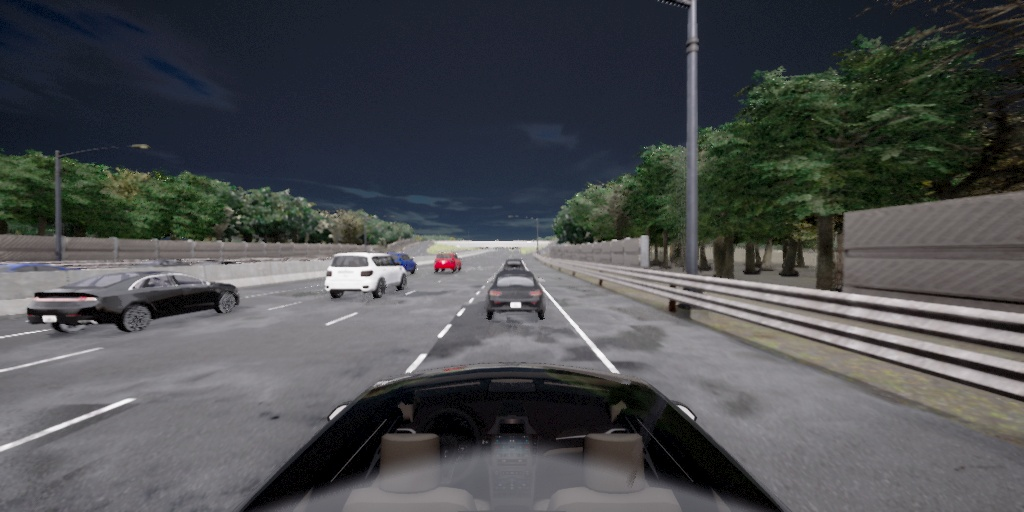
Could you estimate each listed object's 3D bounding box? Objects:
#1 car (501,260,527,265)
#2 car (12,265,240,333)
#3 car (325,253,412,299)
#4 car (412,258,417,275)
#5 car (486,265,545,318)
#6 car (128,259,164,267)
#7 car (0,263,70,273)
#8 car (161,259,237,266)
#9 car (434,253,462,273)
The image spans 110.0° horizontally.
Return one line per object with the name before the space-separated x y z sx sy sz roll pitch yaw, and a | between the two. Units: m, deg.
car | 0.174 1.056 30.815 1.837 1.490 4.892 0 0 0
car | -10.394 1.185 10.488 2.128 1.511 4.902 0 0 0
car | -6.879 0.868 17.510 2.150 2.045 5.566 0 1 0
car | -10.319 0.764 32.403 2.150 2.045 5.566 0 0 0
car | 0.108 1.204 12.424 1.812 1.442 4.674 0 0 0
car | -31.510 1.042 32.059 2.128 1.511 4.902 0 0 0
car | -24.580 1.125 17.689 1.882 1.535 5.008 0 0 0
car | -21.051 1.100 25.064 1.837 1.490 4.892 0 0 0
car | -6.780 0.723 38.257 2.150 2.045 5.566 0 0 0
